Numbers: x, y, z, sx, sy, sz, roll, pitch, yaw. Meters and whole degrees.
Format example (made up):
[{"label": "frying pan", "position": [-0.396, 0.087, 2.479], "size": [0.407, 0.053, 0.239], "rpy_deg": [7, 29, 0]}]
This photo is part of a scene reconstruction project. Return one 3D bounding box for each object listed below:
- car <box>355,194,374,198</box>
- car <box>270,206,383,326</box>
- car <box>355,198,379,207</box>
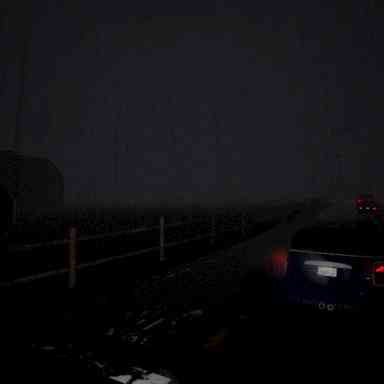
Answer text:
[{"label": "car", "position": [22.408, 1.286, 43.006], "size": [2.150, 2.045, 5.566], "rpy_deg": [0, 0, 26]}, {"label": "car", "position": [3.336, 1.358, 7.425], "size": [2.097, 1.767, 4.553], "rpy_deg": [0, 0, 30]}, {"label": "car", "position": [17.790, 1.589, 33.676], "size": [2.033, 1.411, 5.357], "rpy_deg": [0, 0, 28]}]
